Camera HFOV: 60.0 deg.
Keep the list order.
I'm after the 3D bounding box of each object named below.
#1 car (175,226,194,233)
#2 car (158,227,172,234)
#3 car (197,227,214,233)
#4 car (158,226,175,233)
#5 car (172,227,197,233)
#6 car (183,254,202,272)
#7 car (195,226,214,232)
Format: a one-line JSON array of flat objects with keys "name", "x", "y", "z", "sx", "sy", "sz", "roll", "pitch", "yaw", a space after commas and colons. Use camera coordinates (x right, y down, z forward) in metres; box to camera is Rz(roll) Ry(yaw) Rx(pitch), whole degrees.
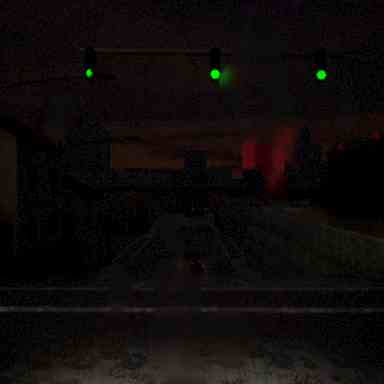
[{"name": "car", "x": -1.939, "y": 9.705, "z": 85.940, "sx": 4.536, "sy": 1.218, "sz": 1.853, "roll": 0, "pitch": 0, "yaw": -36}, {"name": "car", "x": -6.589, "y": 9.862, "z": 85.933, "sx": 4.974, "sy": 1.542, "sz": 2.038, "roll": 0, "pitch": 0, "yaw": 44}, {"name": "car", "x": 3.392, "y": 9.865, "z": 86.656, "sx": 4.974, "sy": 1.542, "sz": 2.038, "roll": 0, "pitch": 0, "yaw": 29}, {"name": "car", "x": -6.626, "y": 9.705, "z": 85.970, "sx": 4.536, "sy": 1.218, "sz": 1.853, "roll": 0, "pitch": 0, "yaw": 44}, {"name": "car", "x": -1.981, "y": 9.862, "z": 85.908, "sx": 4.974, "sy": 1.542, "sz": 2.038, "roll": 0, "pitch": 0, "yaw": -36}, {"name": "car", "x": 0.102, "y": 8.813, "z": 41.826, "sx": 2.150, "sy": 2.045, "sz": 5.566, "roll": 0, "pitch": -7, "yaw": 0}, {"name": "car", "x": 3.346, "y": 9.708, "z": 86.682, "sx": 4.536, "sy": 1.218, "sz": 1.853, "roll": 0, "pitch": 0, "yaw": 29}]
